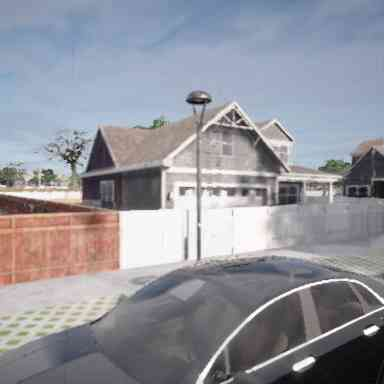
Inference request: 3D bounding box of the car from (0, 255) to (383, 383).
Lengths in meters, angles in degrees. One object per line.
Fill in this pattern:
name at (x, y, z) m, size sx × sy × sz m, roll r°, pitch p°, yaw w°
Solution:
car at (0.392, 1.499, 3.240) m, size 4.892 × 1.490 × 1.837 m, roll 0°, pitch 0°, yaw -34°
